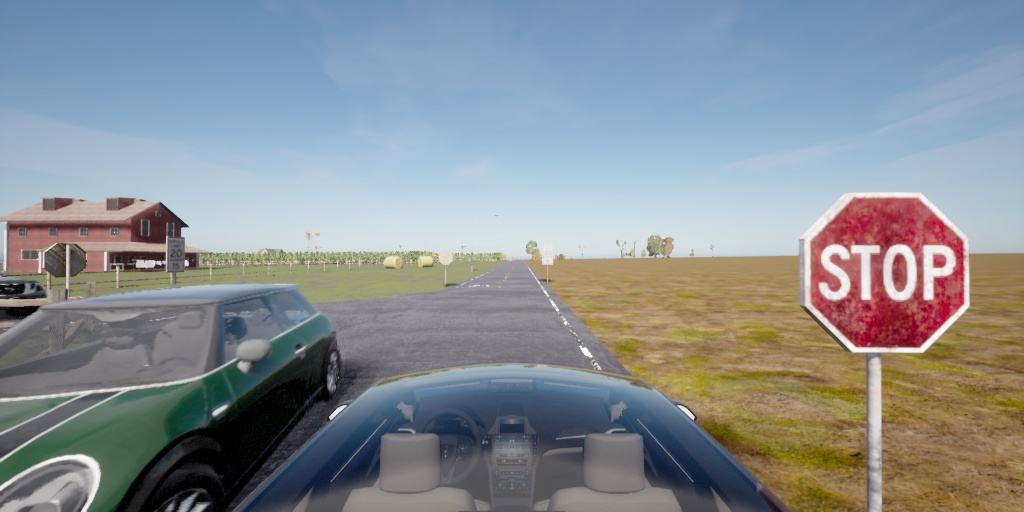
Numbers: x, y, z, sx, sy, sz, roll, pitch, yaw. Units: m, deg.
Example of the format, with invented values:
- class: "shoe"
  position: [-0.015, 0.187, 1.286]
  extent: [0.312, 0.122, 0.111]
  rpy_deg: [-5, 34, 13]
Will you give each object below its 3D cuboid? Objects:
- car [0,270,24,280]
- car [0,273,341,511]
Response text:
- class: "car"
  position: [-18.441, 1.052, 11.344]
  extent: [5.566, 2.045, 2.150]
  rpy_deg: [0, -1, 1]
- class: "car"
  position: [-3.187, 1.102, 3.218]
  extent: [2.097, 1.767, 4.553]
  rpy_deg: [0, 0, -11]
